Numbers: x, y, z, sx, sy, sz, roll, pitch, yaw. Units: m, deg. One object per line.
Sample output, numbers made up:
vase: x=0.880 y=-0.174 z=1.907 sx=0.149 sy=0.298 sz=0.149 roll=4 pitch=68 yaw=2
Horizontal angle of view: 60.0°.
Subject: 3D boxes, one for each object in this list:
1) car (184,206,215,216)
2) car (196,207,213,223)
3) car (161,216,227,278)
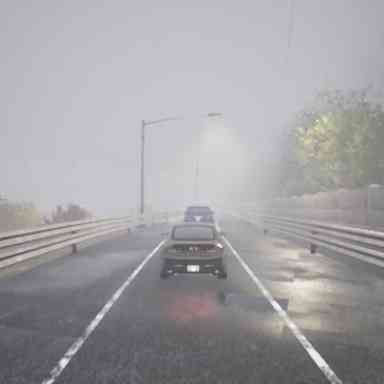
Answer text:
car: x=0.541 y=2.071 z=25.215 sx=2.150 sy=2.045 sz=5.566 roll=0 pitch=-3 yaw=2
car: x=1.829 y=3.080 z=46.291 sx=2.150 sy=2.045 sz=5.566 roll=0 pitch=-2 yaw=4
car: x=0.067 y=1.742 z=10.864 sx=1.837 sy=1.490 sz=4.892 roll=0 pitch=-1 yaw=1
